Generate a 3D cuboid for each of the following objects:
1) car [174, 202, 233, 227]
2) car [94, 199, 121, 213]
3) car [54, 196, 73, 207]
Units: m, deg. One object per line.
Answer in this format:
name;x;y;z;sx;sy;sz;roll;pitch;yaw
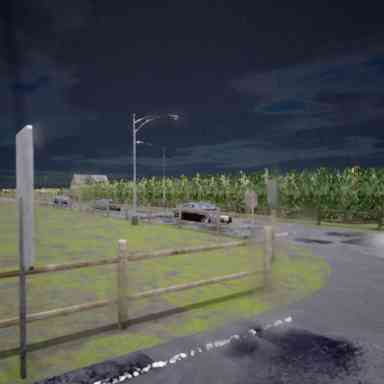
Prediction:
car;0.659;1.438;22.455;2.128;1.511;4.902;-1;1;-36
car;-9.216;1.452;35.811;1.994;1.385;4.181;-1;1;-36
car;-19.326;1.306;49.624;1.882;1.535;5.008;-1;1;-37
